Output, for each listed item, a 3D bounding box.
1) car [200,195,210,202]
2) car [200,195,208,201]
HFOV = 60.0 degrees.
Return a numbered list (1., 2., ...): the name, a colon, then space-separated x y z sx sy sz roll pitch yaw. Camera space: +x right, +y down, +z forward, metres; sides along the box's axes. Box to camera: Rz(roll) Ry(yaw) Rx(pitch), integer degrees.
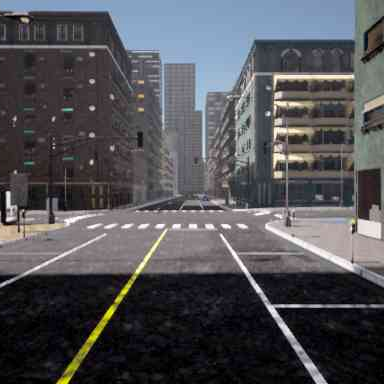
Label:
1. car: 3.148 1.529 77.942 1.812 1.442 4.674 0 0 0
2. car: 3.140 1.487 84.942 1.882 1.535 5.008 0 0 0
